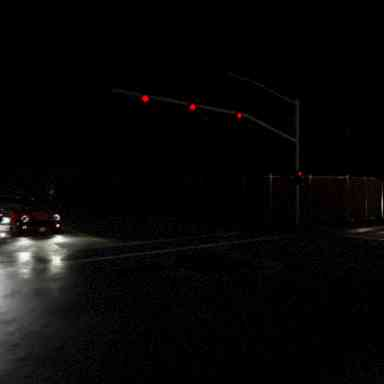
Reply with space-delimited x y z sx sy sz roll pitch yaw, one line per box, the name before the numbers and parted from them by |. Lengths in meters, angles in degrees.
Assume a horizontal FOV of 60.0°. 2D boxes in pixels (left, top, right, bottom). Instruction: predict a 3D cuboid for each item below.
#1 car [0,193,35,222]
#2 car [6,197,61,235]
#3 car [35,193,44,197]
car | -14.650 1.252 26.907 2.150 2.045 5.566 0 0 -36
car | -9.070 1.376 19.121 2.097 1.767 4.553 0 0 -36
car | -25.967 1.247 55.071 2.150 2.045 5.566 0 0 -36
